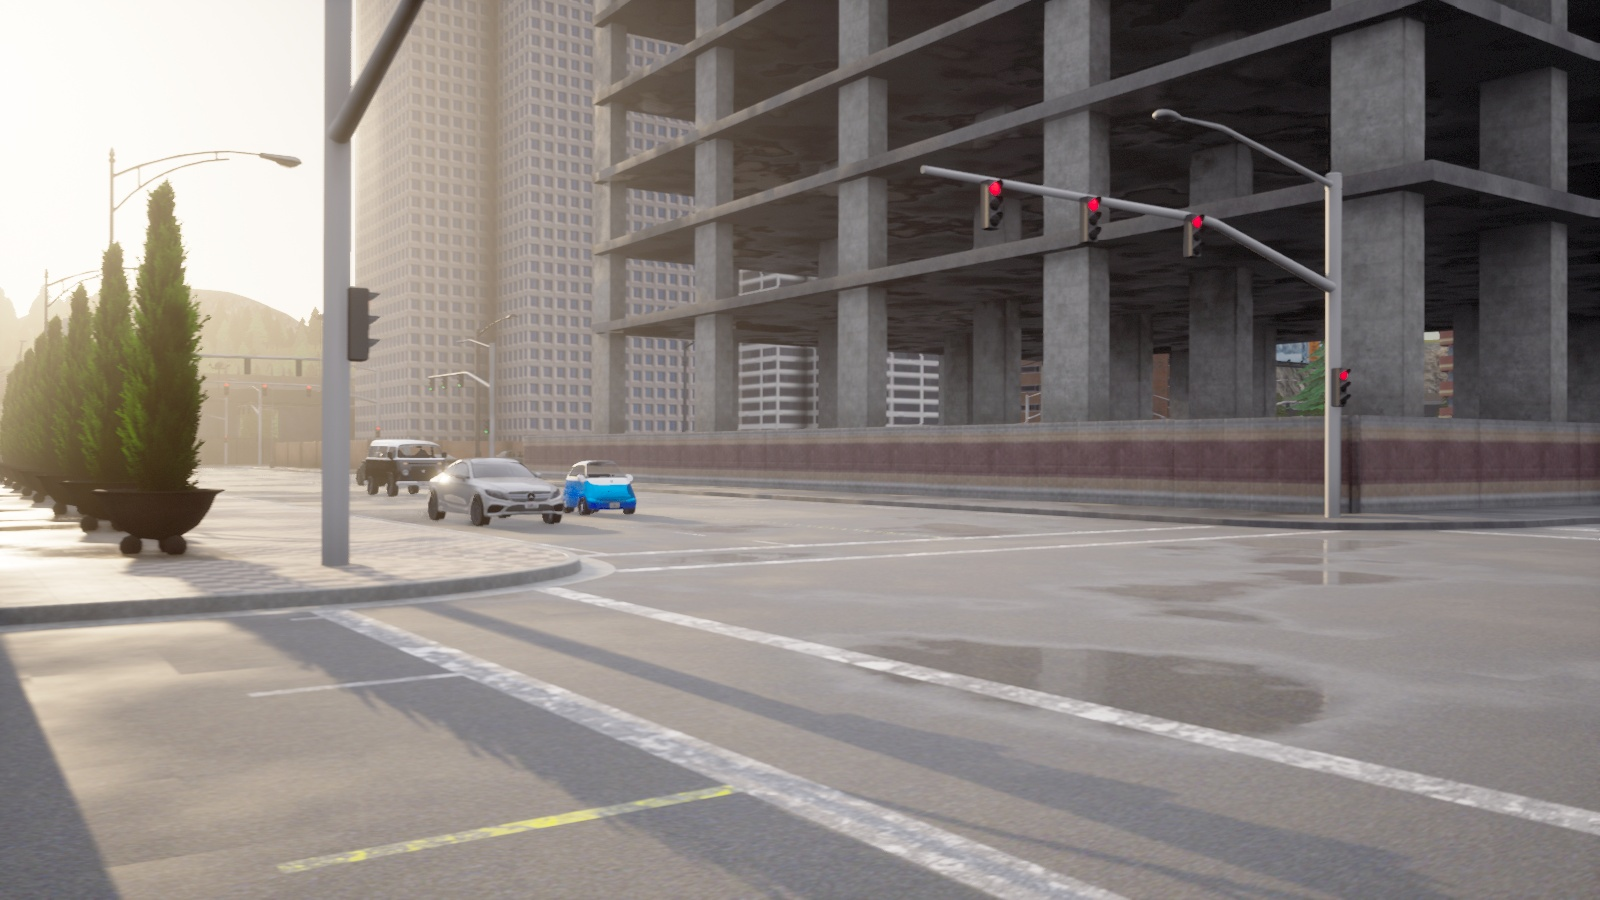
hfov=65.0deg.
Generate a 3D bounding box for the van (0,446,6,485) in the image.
[{"bbox_3d":[-43.053,0.802,63.870,4.442,1.987,1.775,0,0,-35],"label":"van"}]

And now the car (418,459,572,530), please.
[{"bbox_3d":[-6.897,0.925,28.018,1.812,1.442,4.674,0,0,-34],"label":"car"}]

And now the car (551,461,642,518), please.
[{"bbox_3d":[-5.155,0.964,31.675,1.481,1.376,2.207,0,-1,-34],"label":"car"}]

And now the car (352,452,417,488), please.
[{"bbox_3d":[-19.570,0.910,59.021,1.851,1.617,3.988,0,0,-34],"label":"car"}]

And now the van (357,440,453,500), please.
[{"bbox_3d":[-14.185,0.685,44.914,2.069,2.038,4.480,0,0,-34],"label":"van"}]

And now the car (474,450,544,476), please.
[{"bbox_3d":[-21.314,0.940,91.885,4.605,1.855,1.932,0,0,-34],"label":"car"}]
